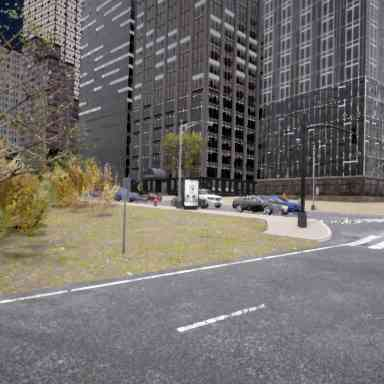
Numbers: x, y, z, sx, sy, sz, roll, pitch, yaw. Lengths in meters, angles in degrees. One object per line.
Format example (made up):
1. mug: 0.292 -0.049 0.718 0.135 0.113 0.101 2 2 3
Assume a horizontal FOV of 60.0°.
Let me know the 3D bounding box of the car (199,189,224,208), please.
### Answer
1. car: 0.988 0.678 36.735 2.150 2.045 5.566 3 -1 -40

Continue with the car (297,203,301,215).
1. car: 7.278 1.114 29.094 1.882 1.535 5.008 3 -1 -39

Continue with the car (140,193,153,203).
1. car: -8.014 0.730 47.257 1.812 1.442 4.674 3 -1 -41

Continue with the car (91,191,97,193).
1. car: -19.158 0.444 64.668 2.128 1.511 4.902 3 -1 -43

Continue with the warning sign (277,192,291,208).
1. warning sign: 10.960 0.990 39.546 1.300 1.860 1.060 2 -1 -40

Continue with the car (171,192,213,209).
1. car: -0.315 0.938 33.207 1.994 1.385 4.181 3 -1 -40

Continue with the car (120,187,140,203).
1. car: -9.774 0.329 44.352 2.150 2.045 5.566 3 -1 -41

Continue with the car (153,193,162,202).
1. car: -6.802 0.865 55.895 1.812 1.442 4.674 3 -1 -41

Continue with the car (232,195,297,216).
1. car: 5.335 1.027 26.324 2.128 1.511 4.902 3 -1 -39
